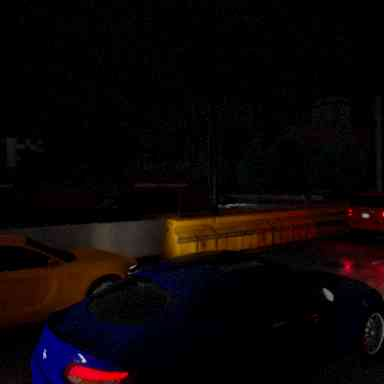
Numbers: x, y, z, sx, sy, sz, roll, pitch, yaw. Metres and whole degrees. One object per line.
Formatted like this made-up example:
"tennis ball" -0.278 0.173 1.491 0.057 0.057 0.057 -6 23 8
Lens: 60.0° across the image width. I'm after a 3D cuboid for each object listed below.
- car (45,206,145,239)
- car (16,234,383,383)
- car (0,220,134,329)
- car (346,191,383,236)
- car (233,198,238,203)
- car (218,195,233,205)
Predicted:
"car" -5.025 1.509 17.570 4.718 1.301 1.895 -1 1 -35
"car" 0.589 1.483 4.156 4.674 1.442 1.812 -1 1 -35
"car" -3.333 1.470 5.668 5.008 1.535 1.882 -1 1 -35
"car" 9.077 0.983 14.482 5.566 2.045 2.150 -1 1 -32
"car" 4.973 1.089 51.157 1.895 1.301 4.718 -1 1 -33
"car" 3.307 1.068 47.308 1.812 1.442 4.674 -1 0 -33
